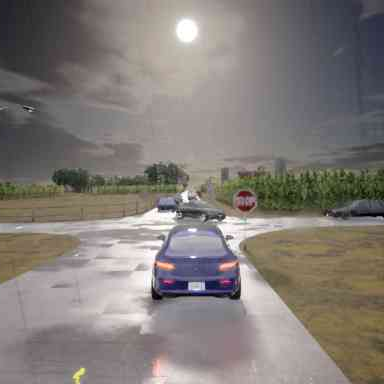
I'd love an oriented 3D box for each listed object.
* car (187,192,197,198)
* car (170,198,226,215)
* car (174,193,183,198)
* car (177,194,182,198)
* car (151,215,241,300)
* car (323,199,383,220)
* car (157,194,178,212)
[{"bbox_3d":[0.061,1.186,69.570,1.895,1.301,4.718,0,1,0],"label":"car"},{"bbox_3d":[0.590,1.464,25.783,1.837,1.490,4.892,-1,0,-37],"label":"car"},{"bbox_3d":[-2.847,1.019,62.290,2.097,1.767,4.553,0,1,0],"label":"car"},{"bbox_3d":[-2.873,1.398,48.314,1.895,1.301,4.718,0,0,0],"label":"car"},{"bbox_3d":[0.087,1.525,8.268,1.812,1.442,4.674,0,0,0],"label":"car"},{"bbox_3d":[12.618,1.257,24.573,5.357,1.411,2.033,-1,0,-2],"label":"car"},{"bbox_3d":[-2.824,1.358,37.194,1.882,1.535,5.008,0,1,-2],"label":"car"}]
